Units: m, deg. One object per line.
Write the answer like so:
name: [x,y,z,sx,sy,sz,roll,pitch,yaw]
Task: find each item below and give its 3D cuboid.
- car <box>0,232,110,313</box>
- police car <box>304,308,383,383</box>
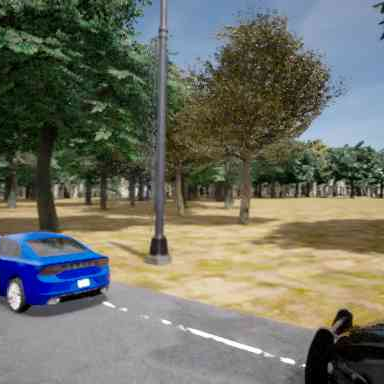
car: [-4.165,1.759,8.456,5.008,1.535,1.882,-1,-3,39]
police car: [3.549,1.581,2.362,5.238,1.638,1.930,-1,-3,38]
